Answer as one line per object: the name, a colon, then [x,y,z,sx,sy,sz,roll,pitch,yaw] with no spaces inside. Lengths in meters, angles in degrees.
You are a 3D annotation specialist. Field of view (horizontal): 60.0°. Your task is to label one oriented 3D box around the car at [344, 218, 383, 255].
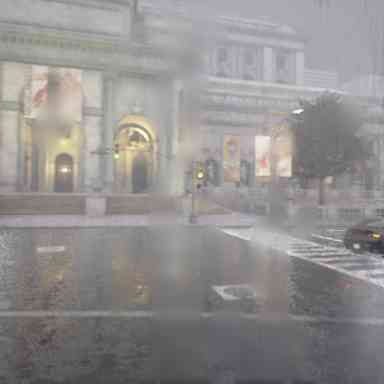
car: [8.187,1.745,12.882,4.892,1.490,1.837,1,-2,-22]
